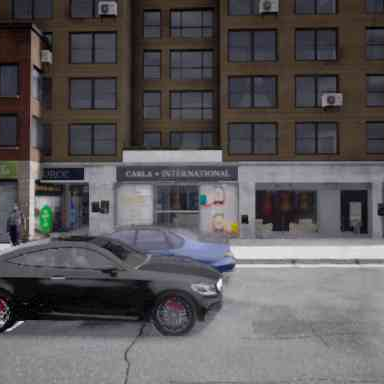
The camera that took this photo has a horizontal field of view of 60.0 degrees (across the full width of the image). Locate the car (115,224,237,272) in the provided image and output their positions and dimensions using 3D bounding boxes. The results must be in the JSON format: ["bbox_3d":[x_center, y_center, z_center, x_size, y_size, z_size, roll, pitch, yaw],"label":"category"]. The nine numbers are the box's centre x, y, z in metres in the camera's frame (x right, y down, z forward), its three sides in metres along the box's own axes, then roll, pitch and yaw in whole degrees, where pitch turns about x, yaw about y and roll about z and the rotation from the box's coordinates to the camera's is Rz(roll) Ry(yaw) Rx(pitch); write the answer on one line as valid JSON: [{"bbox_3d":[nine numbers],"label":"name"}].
[{"bbox_3d":[-1.508,1.603,9.002,5.357,1.411,2.033,-1,-1,2],"label":"car"}]

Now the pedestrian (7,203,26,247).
[{"bbox_3d":[-6.408,1.306,12.084,0.375,1.860,0.375,0,-1,2],"label":"pedestrian"}]

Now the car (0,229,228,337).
[{"bbox_3d":[-1.792,1.532,6.057,4.674,1.442,1.812,0,-1,2],"label":"car"}]
